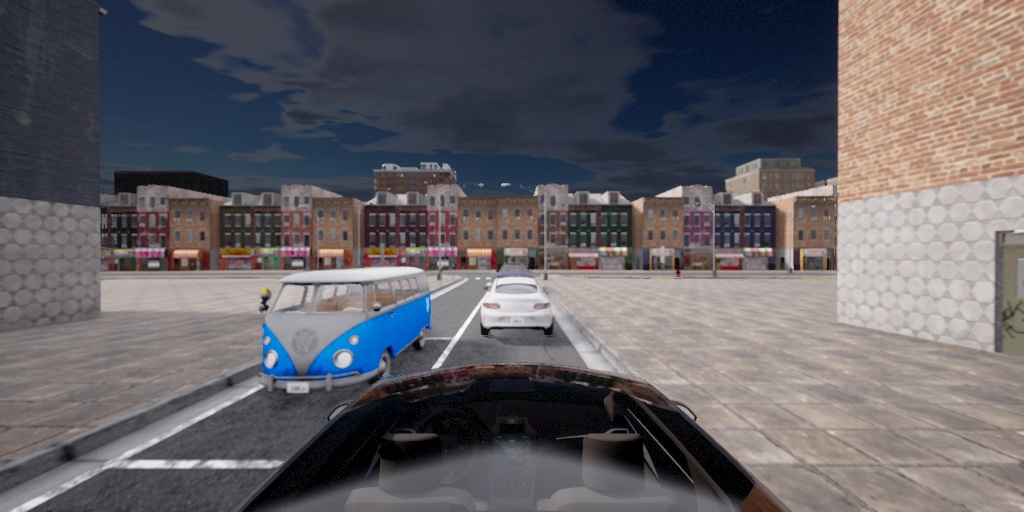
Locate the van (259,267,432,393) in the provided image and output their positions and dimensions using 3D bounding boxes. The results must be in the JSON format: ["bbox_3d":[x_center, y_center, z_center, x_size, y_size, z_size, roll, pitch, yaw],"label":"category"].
[{"bbox_3d":[-2.632,1.107,6.515,1.690,1.789,3.998,0,0,0],"label":"van"}]

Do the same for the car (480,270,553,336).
[{"bbox_3d":[0.110,1.307,10.431,1.812,1.442,4.674,0,0,0],"label":"car"}]

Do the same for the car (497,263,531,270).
[{"bbox_3d":[0.118,1.171,20.754,2.097,1.767,4.553,0,0,0],"label":"car"}]
